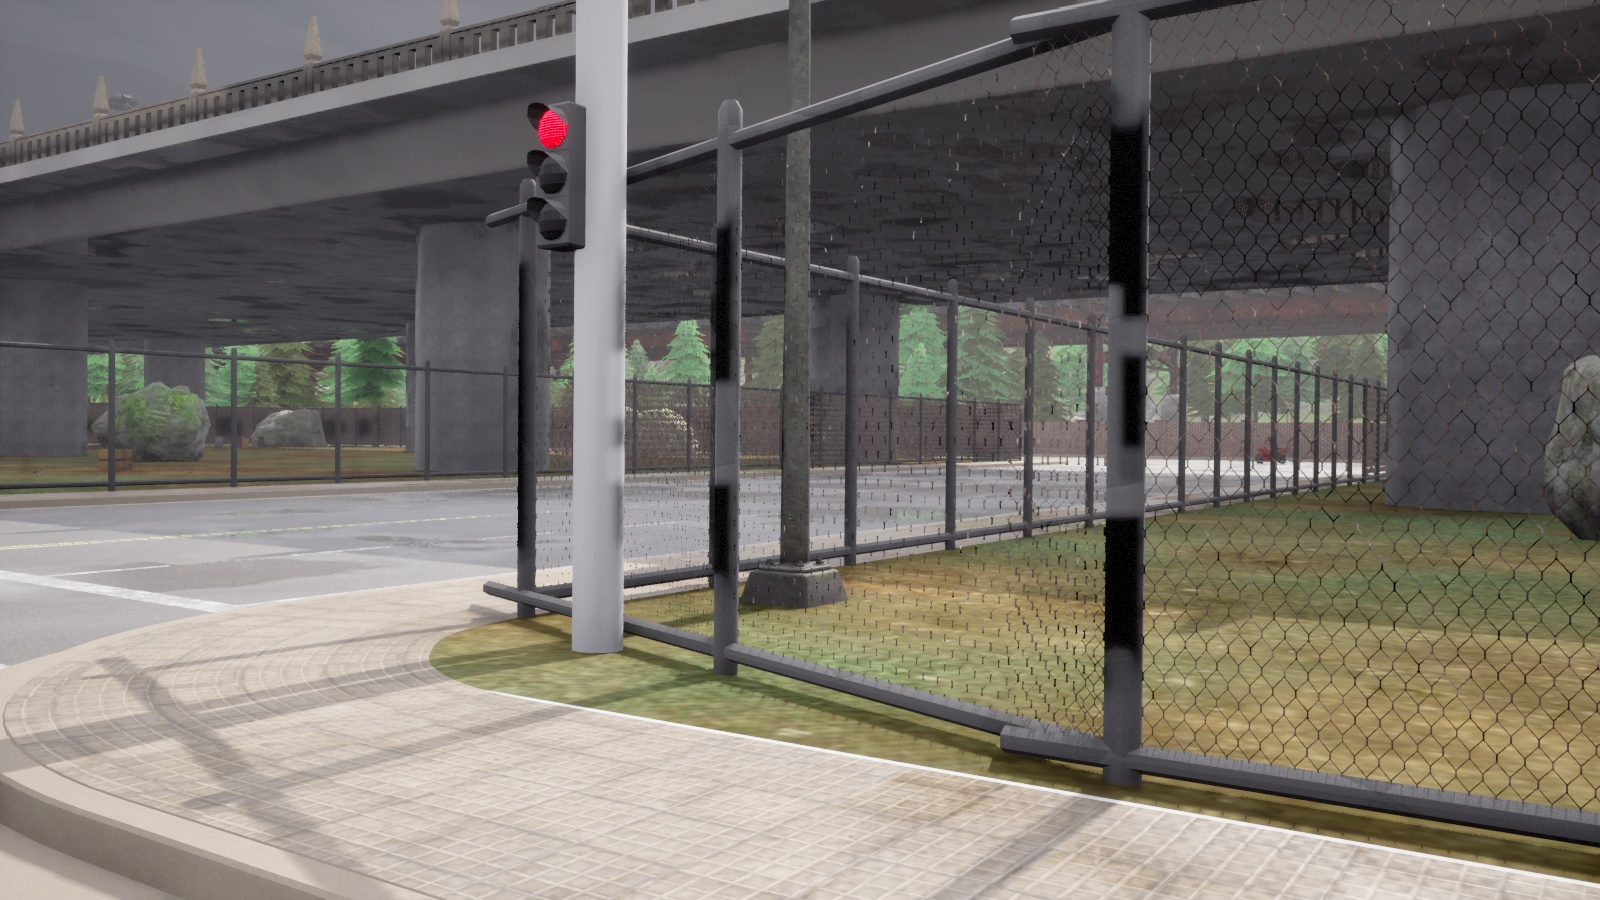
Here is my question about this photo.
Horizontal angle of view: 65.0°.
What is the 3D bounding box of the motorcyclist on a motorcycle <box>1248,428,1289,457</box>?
[{"bbox_3d":[26.149,-0.424,70.057,2.044,1.523,0.797,-1,3,-14],"label":"motorcyclist on a motorcycle"}]
